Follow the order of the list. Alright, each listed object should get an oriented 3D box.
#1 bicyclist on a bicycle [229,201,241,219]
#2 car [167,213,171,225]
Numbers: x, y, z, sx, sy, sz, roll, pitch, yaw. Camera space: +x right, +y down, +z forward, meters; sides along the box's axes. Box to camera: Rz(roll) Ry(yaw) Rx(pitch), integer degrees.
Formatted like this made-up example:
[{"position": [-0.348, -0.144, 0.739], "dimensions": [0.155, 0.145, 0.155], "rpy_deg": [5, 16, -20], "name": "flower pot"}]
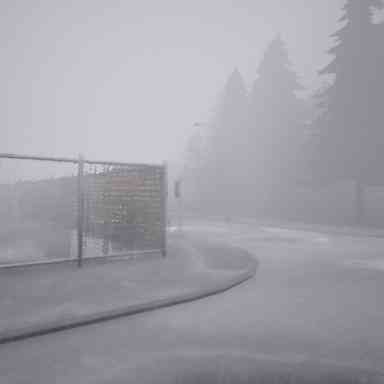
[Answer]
[{"position": [3.738, 1.587, 29.444], "dimensions": [1.656, 1.620, 0.582], "rpy_deg": [0, 0, -35], "name": "bicyclist on a bicycle"}, {"position": [-3.419, 1.663, 25.046], "dimensions": [1.812, 1.442, 4.674], "rpy_deg": [1, 0, -36], "name": "car"}]
